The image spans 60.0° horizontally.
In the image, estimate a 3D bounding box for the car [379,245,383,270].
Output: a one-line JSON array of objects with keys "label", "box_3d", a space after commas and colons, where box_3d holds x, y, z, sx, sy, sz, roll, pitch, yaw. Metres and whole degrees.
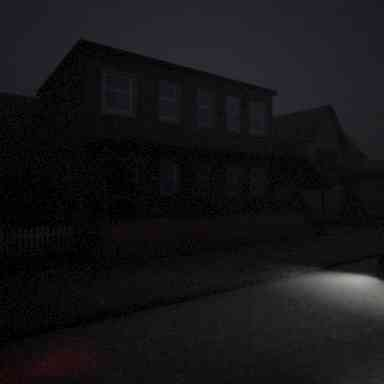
[{"label": "car", "box_3d": [7.346, 1.537, 9.720, 4.674, 1.442, 1.812, 0, 0, -35]}]
